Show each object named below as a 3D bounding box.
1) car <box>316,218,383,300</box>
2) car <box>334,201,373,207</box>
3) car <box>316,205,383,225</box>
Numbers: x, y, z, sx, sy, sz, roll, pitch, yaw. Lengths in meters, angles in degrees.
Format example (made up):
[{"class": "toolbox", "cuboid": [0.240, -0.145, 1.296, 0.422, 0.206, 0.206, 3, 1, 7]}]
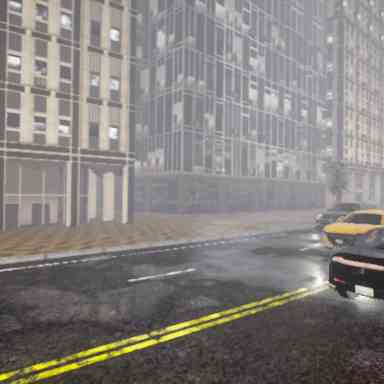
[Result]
[{"class": "car", "cuboid": [4.897, 1.490, 7.209, 4.902, 1.511, 2.128, 0, 0, -37]}, {"class": "car", "cuboid": [8.969, 1.346, 18.893, 4.553, 1.767, 2.097, 0, 0, -40]}, {"class": "car", "cuboid": [7.166, 1.475, 13.296, 5.008, 1.535, 1.882, 0, 0, -39]}]
